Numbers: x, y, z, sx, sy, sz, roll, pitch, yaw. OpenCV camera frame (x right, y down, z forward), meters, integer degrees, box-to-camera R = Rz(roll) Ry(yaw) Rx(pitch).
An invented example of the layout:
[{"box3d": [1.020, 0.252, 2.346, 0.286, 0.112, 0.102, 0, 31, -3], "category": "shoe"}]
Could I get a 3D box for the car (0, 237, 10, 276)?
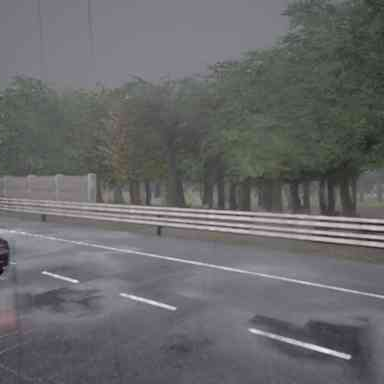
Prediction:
[{"box3d": [-6.550, 1.367, 8.544, 4.892, 1.490, 1.837, 1, 1, 36], "category": "car"}]
